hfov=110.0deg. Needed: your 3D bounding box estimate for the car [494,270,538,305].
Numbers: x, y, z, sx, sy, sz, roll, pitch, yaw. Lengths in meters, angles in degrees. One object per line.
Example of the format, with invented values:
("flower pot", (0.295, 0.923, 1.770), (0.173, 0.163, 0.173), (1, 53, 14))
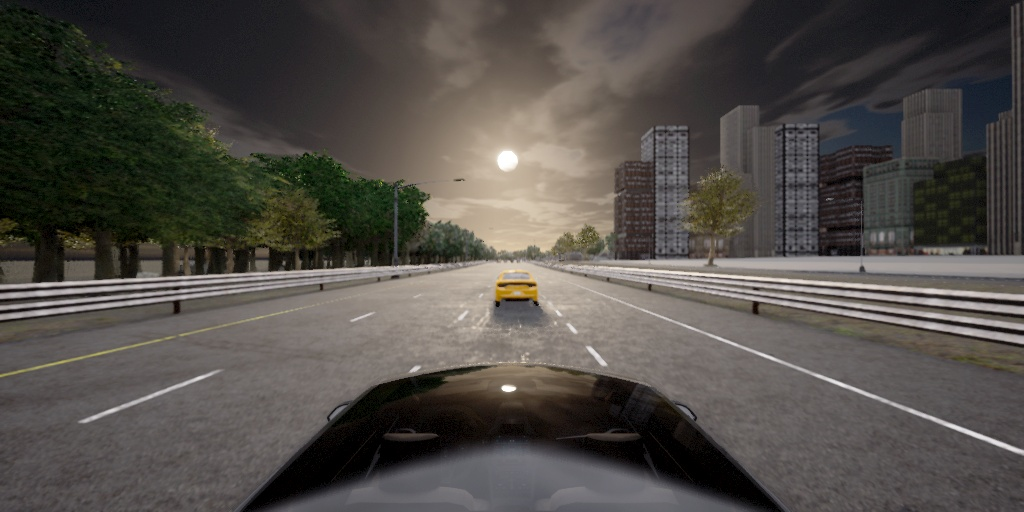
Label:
("car", (0.157, 1.416, 17.343), (1.882, 1.535, 5.008), (0, 0, -2))
